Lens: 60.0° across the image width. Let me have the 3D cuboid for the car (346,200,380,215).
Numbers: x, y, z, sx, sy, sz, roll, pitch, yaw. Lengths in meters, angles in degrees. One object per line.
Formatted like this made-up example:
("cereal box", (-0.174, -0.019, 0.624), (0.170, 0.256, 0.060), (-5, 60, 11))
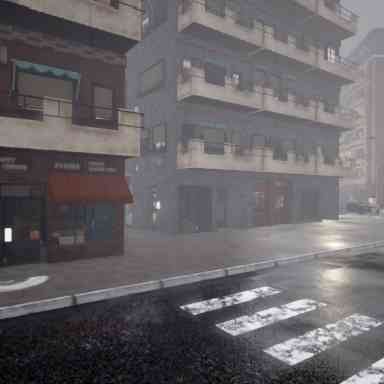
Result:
("car", (18.090, 1.662, 35.622), (2.128, 1.511, 4.902), (0, 0, -2))
